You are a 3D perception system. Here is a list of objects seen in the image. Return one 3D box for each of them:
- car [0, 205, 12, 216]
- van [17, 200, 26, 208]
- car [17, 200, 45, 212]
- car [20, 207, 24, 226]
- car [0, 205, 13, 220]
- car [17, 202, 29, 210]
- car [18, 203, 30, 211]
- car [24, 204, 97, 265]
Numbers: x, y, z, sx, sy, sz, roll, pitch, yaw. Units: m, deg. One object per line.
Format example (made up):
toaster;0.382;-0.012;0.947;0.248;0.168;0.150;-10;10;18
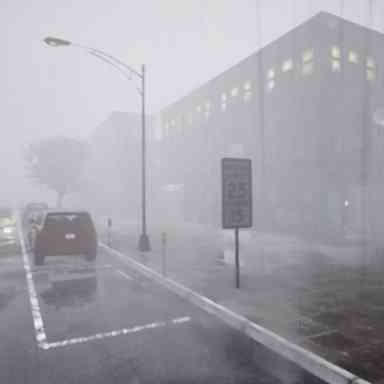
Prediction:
car;-24.140;2.334;42.542;1.895;1.301;4.718;0;-1;-28
van;-36.513;2.547;71.245;1.690;1.788;3.998;1;-1;-28
car;-12.878;1.782;27.317;2.192;1.841;5.009;1;-1;-28
car;-10.254;1.934;22.431;2.008;1.369;4.403;1;-1;-28
car;-19.395;2.064;33.840;1.882;1.535;5.008;0;-1;-28
car;-31.342;2.571;61.628;1.752;1.417;4.829;1;-1;-28
car;-28.636;2.544;56.596;1.802;1.307;4.206;1;-1;-28
car;-4.999;1.531;12.673;2.192;1.841;5.009;1;-1;-28
